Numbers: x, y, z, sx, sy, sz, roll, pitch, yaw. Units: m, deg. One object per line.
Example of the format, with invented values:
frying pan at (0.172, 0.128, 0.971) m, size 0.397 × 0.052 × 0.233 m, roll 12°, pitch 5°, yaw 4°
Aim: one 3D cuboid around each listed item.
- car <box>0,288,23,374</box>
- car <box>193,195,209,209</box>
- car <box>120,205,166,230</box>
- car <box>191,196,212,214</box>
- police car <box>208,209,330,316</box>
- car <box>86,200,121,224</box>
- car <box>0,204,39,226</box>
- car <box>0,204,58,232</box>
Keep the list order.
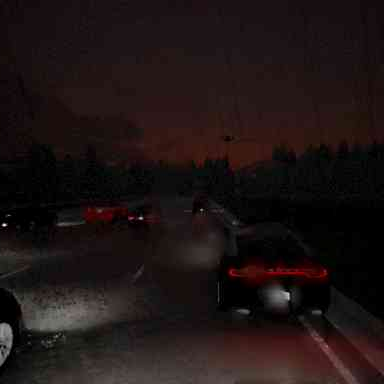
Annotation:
car at (-3.287, 1.506, 2.632) m, size 1.837 × 1.490 × 4.892 m, roll 0°, pitch 0°, yaw 2°
car at (1.239, 1.349, 44.778) m, size 2.097 × 1.767 × 4.553 m, roll 0°, pitch 0°, yaw 2°
car at (-2.797, 1.546, 21.261) m, size 2.033 × 1.411 × 5.357 m, roll 0°, pitch 0°, yaw 2°
car at (1.021, 1.503, 34.825) m, size 1.837 × 1.490 × 4.892 m, roll 0°, pitch 0°, yaw 2°
police car at (1.475, 1.425, 7.790) m, size 1.930 × 1.638 × 5.238 m, roll 0°, pitch 0°, yaw 2°
car at (-6.207, 1.350, 24.685) m, size 2.097 × 1.767 × 4.553 m, roll 0°, pitch 0°, yaw 1°
car at (-13.224, 1.599, 24.213) m, size 1.895 × 1.301 × 4.718 m, roll 0°, pitch 0°, yaw 2°
car at (-9.830, 1.503, 20.067) m, size 1.837 × 1.490 × 4.892 m, roll 0°, pitch 0°, yaw 2°
